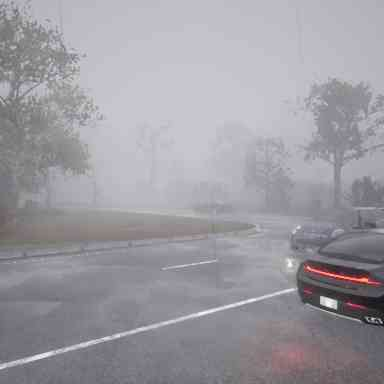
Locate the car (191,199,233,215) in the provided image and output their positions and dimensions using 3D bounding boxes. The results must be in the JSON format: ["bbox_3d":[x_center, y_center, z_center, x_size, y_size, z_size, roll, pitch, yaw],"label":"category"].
[{"bbox_3d":[1.920,1.488,33.758,1.882,1.535,5.008,0,0,-41],"label":"car"}]

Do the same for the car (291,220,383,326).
[{"bbox_3d":[4.144,1.505,6.671,4.892,1.490,1.837,0,0,-35],"label":"car"}]

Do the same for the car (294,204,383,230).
[{"bbox_3d":[5.743,1.352,12.337,4.553,1.767,2.097,0,0,-35],"label":"car"}]
